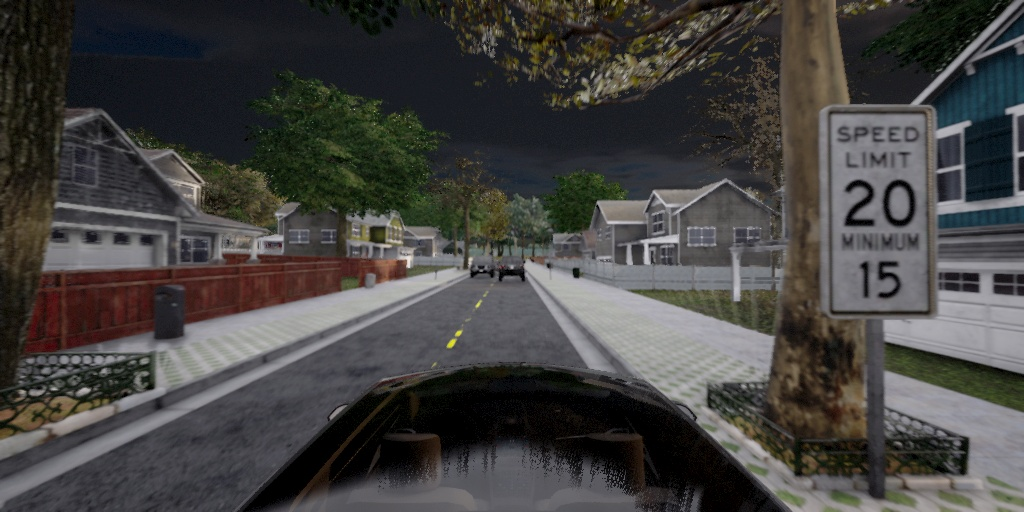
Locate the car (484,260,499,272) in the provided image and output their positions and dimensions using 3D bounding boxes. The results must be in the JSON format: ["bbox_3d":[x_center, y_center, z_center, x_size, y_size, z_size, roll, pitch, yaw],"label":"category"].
[{"bbox_3d":[-2.758,1.292,48.689,1.837,1.490,4.892,0,0,0],"label":"car"}]

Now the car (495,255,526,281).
[{"bbox_3d":[-0.005,0.969,29.973,2.150,2.045,5.566,0,0,0],"label":"car"}]

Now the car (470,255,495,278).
[{"bbox_3d":[-2.756,0.967,34.859,2.150,2.045,5.566,0,0,0],"label":"car"}]
